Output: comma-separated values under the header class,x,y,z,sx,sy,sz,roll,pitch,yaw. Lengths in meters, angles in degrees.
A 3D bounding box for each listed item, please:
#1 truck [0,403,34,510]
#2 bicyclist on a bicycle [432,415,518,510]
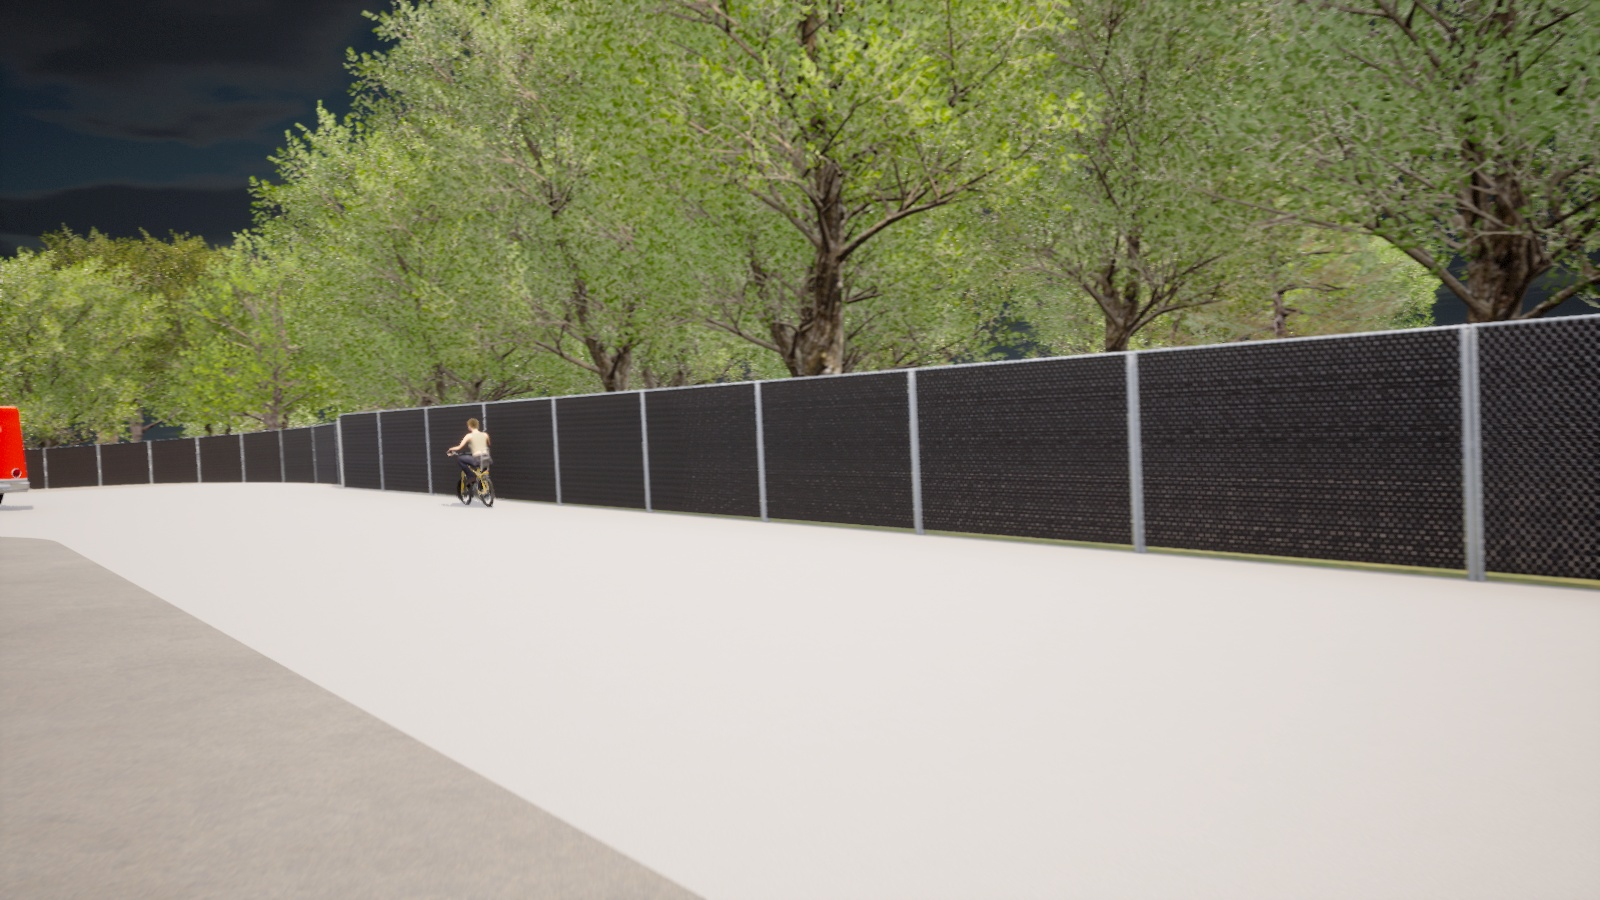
class,x,y,z,sx,sy,sz,roll,pitch,yaw
truck,-20.938,0.210,29.406,5.204,2.467,2.627,-1,1,25
bicyclist on a bicycle,-5.927,0.216,22.836,0.866,1.612,1.509,-5,3,-38
